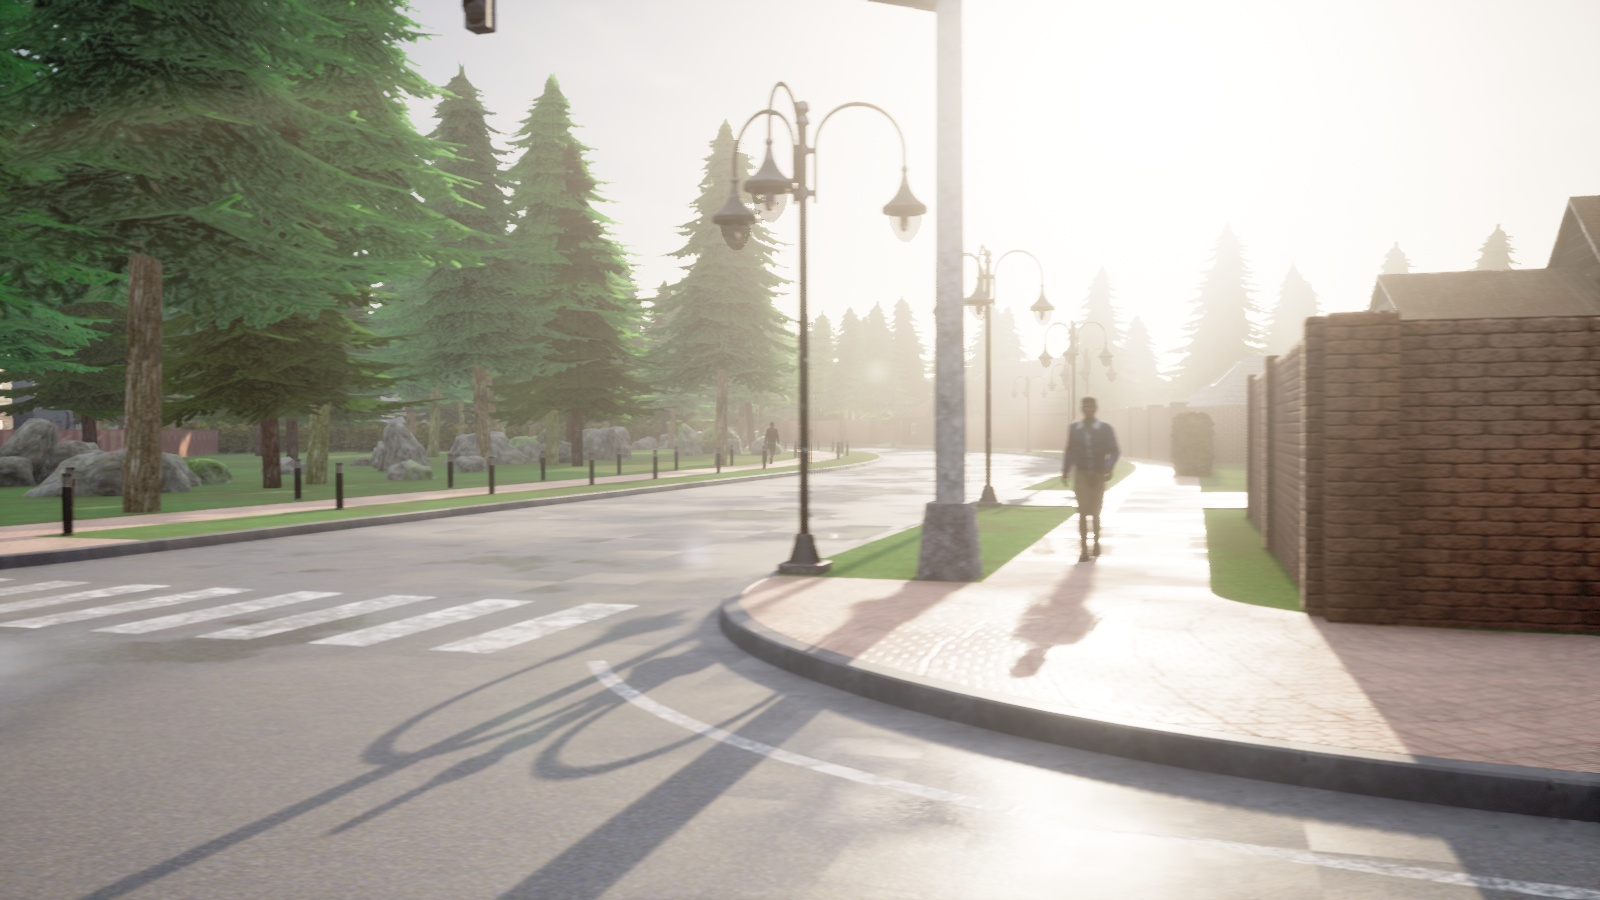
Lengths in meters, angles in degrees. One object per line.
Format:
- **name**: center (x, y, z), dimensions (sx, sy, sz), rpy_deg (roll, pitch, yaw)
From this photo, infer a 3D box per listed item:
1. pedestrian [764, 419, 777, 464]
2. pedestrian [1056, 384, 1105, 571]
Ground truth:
- **pedestrian**: center (-1.247, -0.362, 52.595), dimensions (0.431, 1.840, 0.703), rpy_deg (0, 1, 9)
- **pedestrian**: center (3.025, 0.276, 13.514), dimensions (0.423, 1.949, 0.788), rpy_deg (0, 1, 18)
